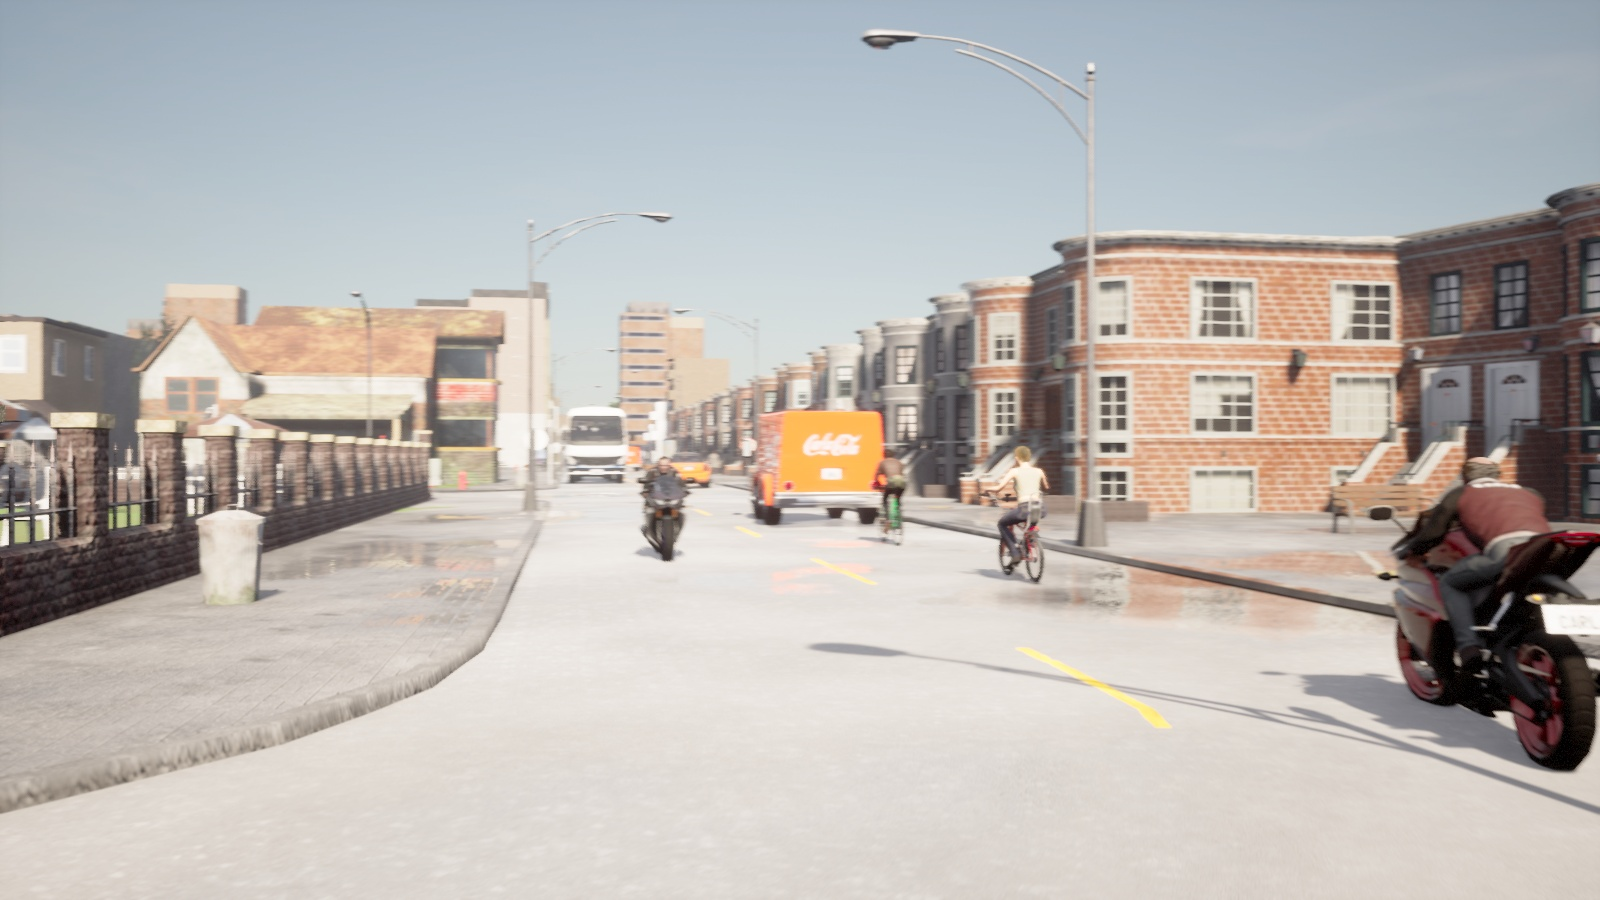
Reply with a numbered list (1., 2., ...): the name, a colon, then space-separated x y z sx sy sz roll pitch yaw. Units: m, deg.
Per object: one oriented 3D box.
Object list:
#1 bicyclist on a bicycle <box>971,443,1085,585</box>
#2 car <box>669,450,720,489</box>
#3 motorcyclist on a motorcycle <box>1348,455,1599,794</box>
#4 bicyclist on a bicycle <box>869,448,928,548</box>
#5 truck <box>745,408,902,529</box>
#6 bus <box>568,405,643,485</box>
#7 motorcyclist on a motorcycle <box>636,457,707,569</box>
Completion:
1. bicyclist on a bicycle: 2.710 0.741 15.105 0.866 1.612 1.509 0 -1 -10
2. car: -5.111 0.913 60.250 2.097 1.767 4.553 0 0 -9
3. motorcyclist on a motorcycle: 3.741 0.796 6.774 0.866 1.530 2.191 0 0 8
4. bicyclist on a bicycle: 1.648 0.791 21.259 0.582 1.620 1.656 0 0 -10
5. truck: 0.384 0.392 28.508 2.627 2.467 5.204 0 0 -10
6. bus: -11.206 -0.237 71.889 3.944 4.253 10.273 0 0 -10
7. motorcyclist on a motorcycle: -1.911 0.876 18.411 0.866 1.530 2.191 0 0 -10
